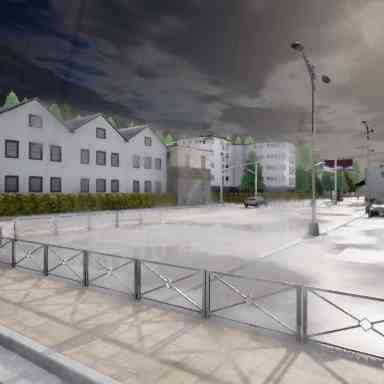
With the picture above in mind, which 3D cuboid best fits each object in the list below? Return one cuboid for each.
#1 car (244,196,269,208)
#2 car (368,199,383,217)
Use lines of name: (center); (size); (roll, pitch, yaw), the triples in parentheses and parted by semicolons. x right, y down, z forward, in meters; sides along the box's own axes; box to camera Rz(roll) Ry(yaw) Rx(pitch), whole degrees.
car: (8.464, 1.300, 43.455); (2.128, 1.511, 4.902); (0, 0, 33)
car: (15.469, 1.298, 26.777); (2.007, 1.523, 4.514); (0, 0, 35)
